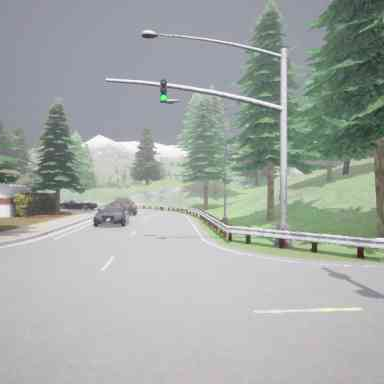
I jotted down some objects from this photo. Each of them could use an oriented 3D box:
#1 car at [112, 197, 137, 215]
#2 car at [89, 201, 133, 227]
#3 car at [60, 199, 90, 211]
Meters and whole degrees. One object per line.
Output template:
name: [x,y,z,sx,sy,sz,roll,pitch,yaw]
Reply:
car: [-6.754,1.304,32.313,2.097,1.767,4.553,0,0,-22]
car: [-5.376,1.529,22.585,1.994,1.385,4.181,0,0,-5]
car: [-13.749,1.546,39.673,4.718,1.301,1.895,0,0,11]
